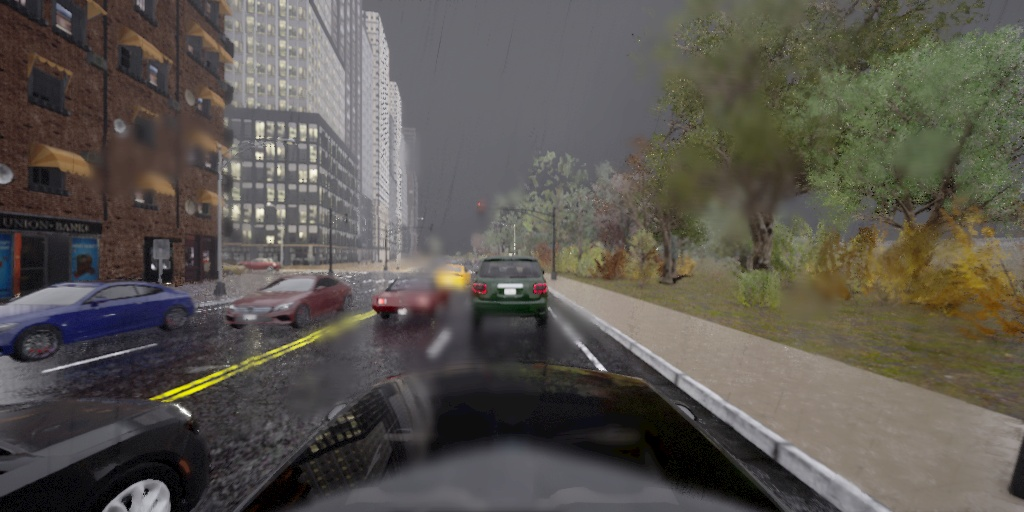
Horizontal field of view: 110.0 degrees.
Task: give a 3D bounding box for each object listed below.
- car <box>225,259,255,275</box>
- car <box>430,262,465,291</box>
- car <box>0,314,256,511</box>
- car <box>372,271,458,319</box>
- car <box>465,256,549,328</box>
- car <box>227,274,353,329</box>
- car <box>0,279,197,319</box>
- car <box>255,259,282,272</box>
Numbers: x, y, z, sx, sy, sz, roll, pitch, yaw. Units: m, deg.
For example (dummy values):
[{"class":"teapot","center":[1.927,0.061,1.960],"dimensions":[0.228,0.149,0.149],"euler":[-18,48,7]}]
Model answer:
[{"class":"car","center":[-26.784,1.091,32.577],"dimensions":[4.829,1.417,1.751],"euler":[0,0,-11]},{"class":"car","center":[-3.676,1.324,22.842],"dimensions":[1.882,1.535,5.008],"euler":[0,0,-2]},{"class":"car","center":[-3.181,1.249,0.663],"dimensions":[1.837,1.490,4.892],"euler":[0,-1,0]},{"class":"car","center":[-3.332,1.404,13.027],"dimensions":[1.895,1.301,4.718],"euler":[0,0,-1]},{"class":"car","center":[-0.067,1.018,11.790],"dimensions":[2.150,2.045,5.566],"euler":[0,0,-1]},{"class":"car","center":[-6.739,1.322,11.508],"dimensions":[1.812,1.442,4.674],"euler":[0,0,-1]},{"class":"car","center":[-9.930,1.308,8.392],"dimensions":[1.812,1.442,4.674],"euler":[0,0,-1]},{"class":"car","center":[-28.847,0.997,40.883],"dimensions":[4.097,1.591,1.967],"euler":[0,0,-11]}]
